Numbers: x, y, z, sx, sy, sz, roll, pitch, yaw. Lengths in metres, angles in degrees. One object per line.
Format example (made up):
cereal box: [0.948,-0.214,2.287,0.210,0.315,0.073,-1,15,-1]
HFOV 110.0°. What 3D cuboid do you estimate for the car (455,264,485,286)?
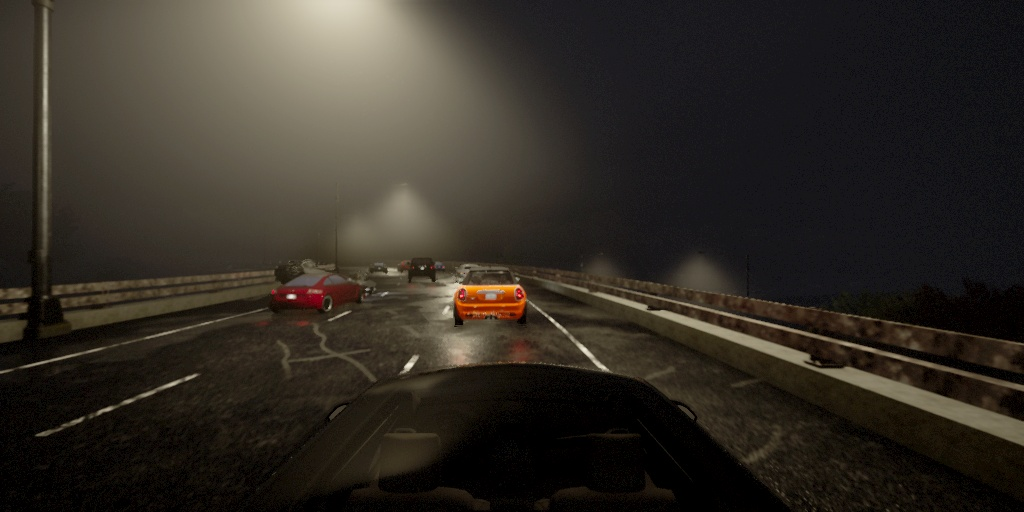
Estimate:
car: [-3.330,1.368,27.599,1.812,1.442,4.674,0,0,-13]

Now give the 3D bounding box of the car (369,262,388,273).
car: [-16.849,1.482,45.143,1.994,1.385,4.181,0,0,-24]

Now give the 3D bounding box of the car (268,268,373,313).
car: [-7.495,1.366,14.254,1.994,1.385,4.181,0,0,1]

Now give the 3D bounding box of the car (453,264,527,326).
car: [-0.768,1.137,12.005,2.097,1.767,4.553,0,0,-5]

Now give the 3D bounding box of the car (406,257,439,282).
car: [-7.761,1.081,30.708,2.150,2.045,5.566,0,0,-16]

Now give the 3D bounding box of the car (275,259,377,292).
car: [-9.807,1.410,18.960,4.902,1.511,2.128,16,1,-9]

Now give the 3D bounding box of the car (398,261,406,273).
car: [-13.712,1.398,46.693,1.882,1.535,5.008,0,-1,-24]

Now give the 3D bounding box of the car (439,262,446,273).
car: [-10.303,1.467,47.806,2.033,1.411,5.357,0,0,-25]
